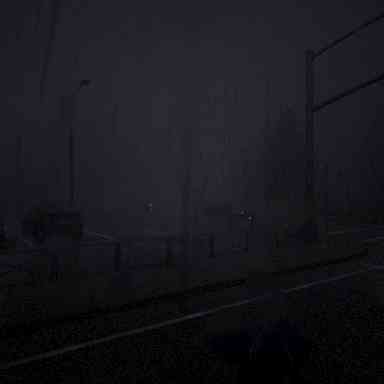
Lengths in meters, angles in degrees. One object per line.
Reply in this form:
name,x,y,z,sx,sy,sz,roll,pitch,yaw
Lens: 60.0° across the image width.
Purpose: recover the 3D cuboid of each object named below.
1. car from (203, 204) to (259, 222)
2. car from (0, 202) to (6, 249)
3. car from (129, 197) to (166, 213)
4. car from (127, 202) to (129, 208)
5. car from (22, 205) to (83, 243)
car,2.969,1.601,26.264,1.895,1.301,4.718,0,0,-36
car,-8.949,1.331,13.378,2.152,1.636,5.027,0,0,-36
car,-4.751,1.352,36.764,2.097,1.767,4.553,0,0,-35
car,-7.444,1.526,46.617,1.812,1.442,4.674,0,0,-36
car,-6.437,1.340,15.257,2.007,1.523,4.514,0,0,-36
